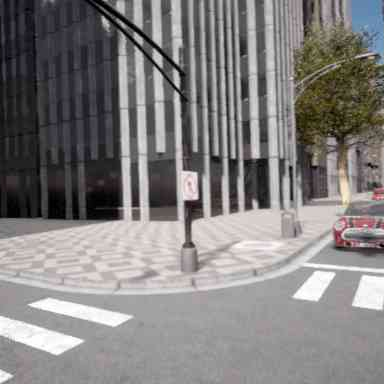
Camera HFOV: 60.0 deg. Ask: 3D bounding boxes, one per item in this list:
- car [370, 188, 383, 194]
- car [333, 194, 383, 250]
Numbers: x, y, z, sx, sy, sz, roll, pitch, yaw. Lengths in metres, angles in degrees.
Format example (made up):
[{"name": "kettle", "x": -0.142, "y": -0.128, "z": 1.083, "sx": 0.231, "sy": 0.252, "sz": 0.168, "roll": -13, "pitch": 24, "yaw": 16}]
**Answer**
[{"name": "car", "x": 19.665, "y": 0.648, "z": 34.136, "sx": 2.150, "sy": 2.045, "sz": 5.566, "roll": -2, "pitch": 0, "yaw": 31}, {"name": "car", "x": 6.900, "y": 1.152, "z": 13.082, "sx": 2.097, "sy": 1.767, "sz": 4.553, "roll": -2, "pitch": 0, "yaw": 30}]
